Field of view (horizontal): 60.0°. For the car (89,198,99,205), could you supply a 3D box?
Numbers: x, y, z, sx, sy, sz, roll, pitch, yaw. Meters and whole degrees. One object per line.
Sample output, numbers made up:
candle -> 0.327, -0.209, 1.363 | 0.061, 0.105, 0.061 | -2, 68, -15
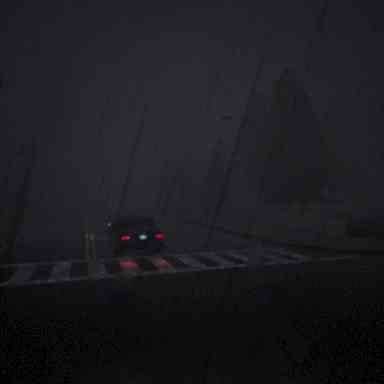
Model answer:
car -> -23.714, 2.115, 80.518 | 2.097, 1.767, 4.553 | 0, -1, -18

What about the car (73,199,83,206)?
car -> -24.813, 2.241, 72.473 | 2.128, 1.511, 4.902 | 0, -1, -18

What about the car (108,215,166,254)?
car -> -2.513, 1.685, 14.292 | 2.033, 1.411, 5.357 | 0, -1, -18

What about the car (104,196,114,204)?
car -> -20.399, 1.990, 81.643 | 2.150, 2.045, 5.566 | 0, -1, -18

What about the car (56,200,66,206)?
car -> -28.192, 2.308, 71.547 | 1.895, 1.301, 4.718 | 0, -1, -18
